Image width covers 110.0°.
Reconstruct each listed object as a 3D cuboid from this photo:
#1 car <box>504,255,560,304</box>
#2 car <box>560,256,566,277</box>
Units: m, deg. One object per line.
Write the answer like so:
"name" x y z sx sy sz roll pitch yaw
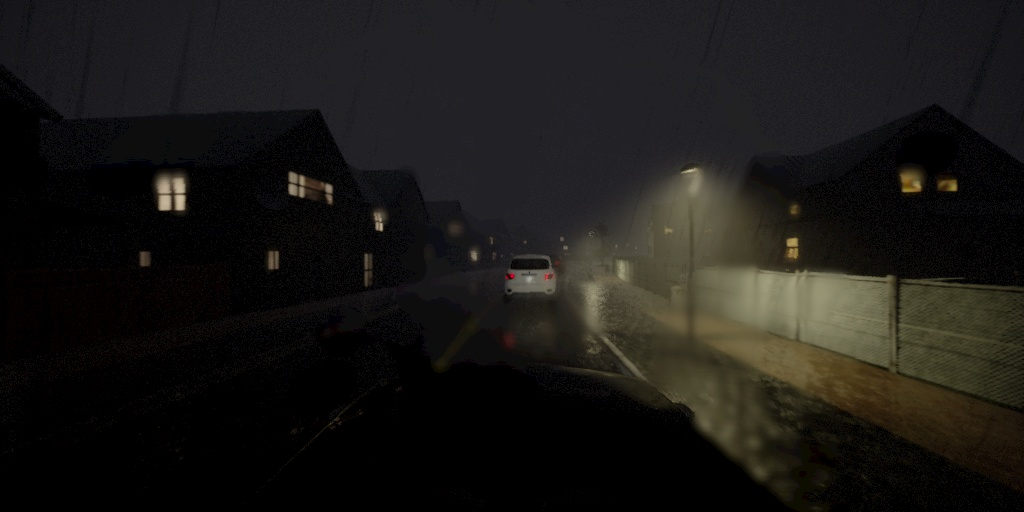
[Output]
"car" 0.940 0.972 16.618 2.150 2.045 5.566 0 0 6
"car" 4.063 0.903 35.522 2.150 2.045 5.566 0 0 13
